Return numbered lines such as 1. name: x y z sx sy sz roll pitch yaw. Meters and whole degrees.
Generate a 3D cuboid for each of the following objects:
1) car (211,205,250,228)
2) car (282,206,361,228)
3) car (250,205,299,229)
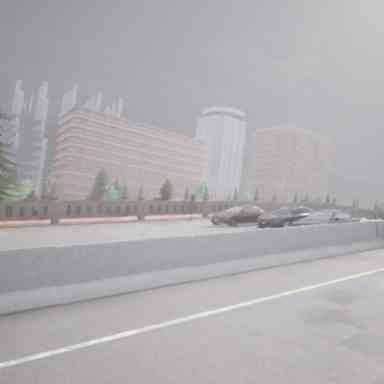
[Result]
1. car: 3.500 1.653 23.601 4.674 1.442 1.812 1 0 -35
2. car: 7.186 1.670 17.646 4.674 1.442 1.812 1 0 -35
3. car: 6.255 1.653 21.271 4.892 1.490 1.837 1 0 -35
